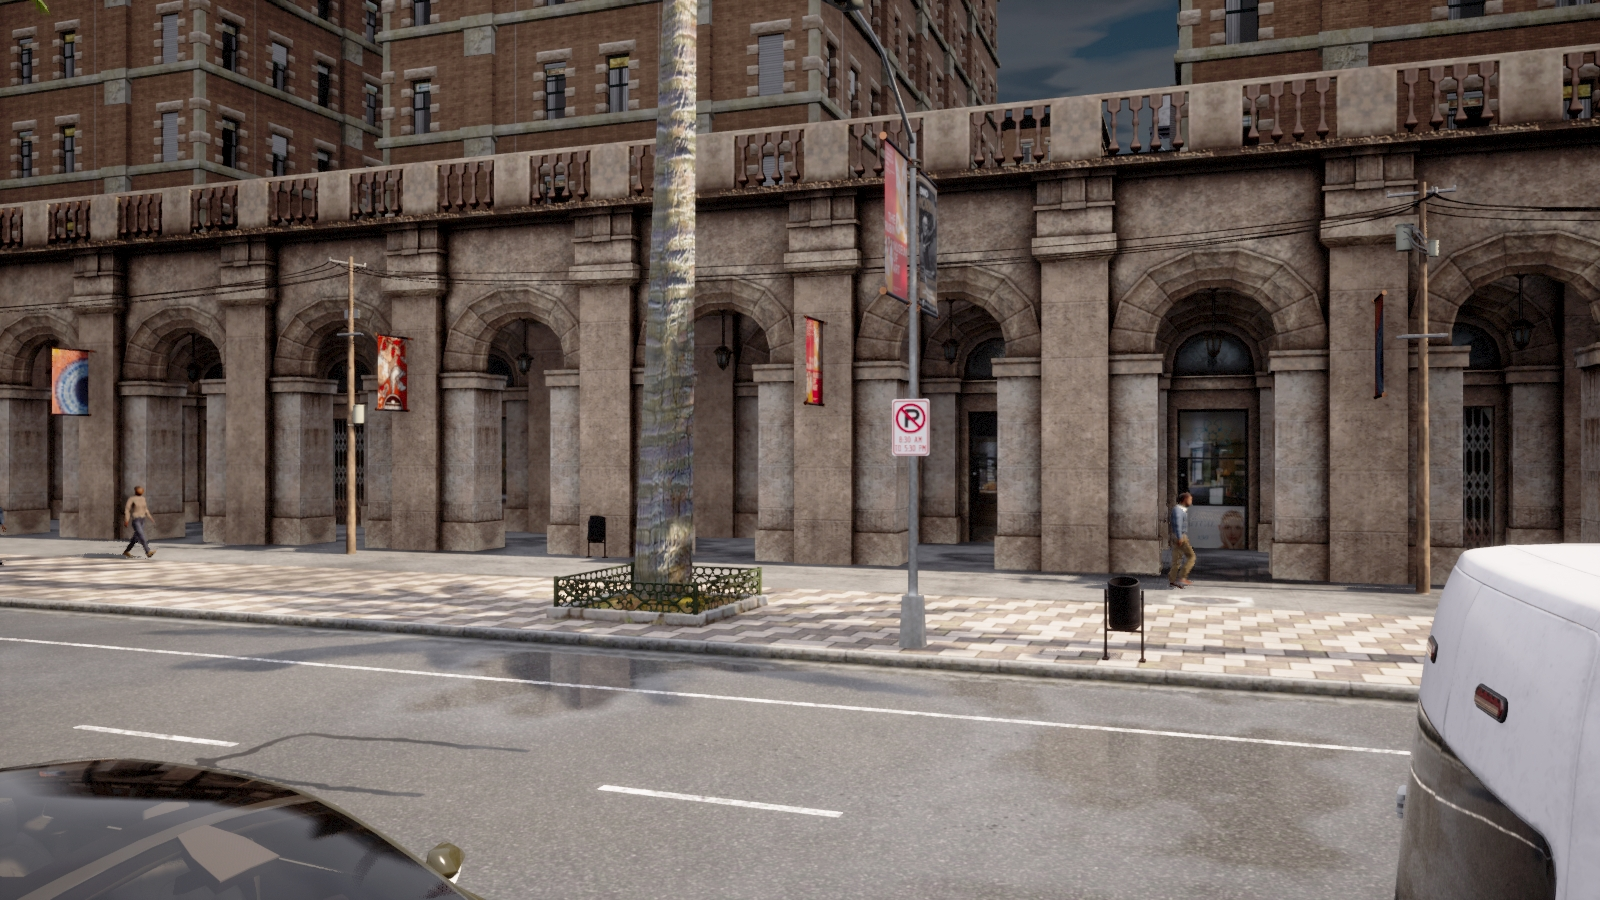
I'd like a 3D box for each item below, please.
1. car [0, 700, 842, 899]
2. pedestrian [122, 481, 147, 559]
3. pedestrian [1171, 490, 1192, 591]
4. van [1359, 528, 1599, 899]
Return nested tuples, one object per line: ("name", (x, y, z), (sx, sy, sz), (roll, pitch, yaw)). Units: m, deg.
("car", (-2.519, 2.061, 4.220), (4.892, 1.480, 2.231), (0, 0, 20))
("pedestrian", (-16.154, 1.696, 27.752), (0.375, 1.860, 0.375), (0, 0, 19))
("pedestrian", (7.203, 1.696, 21.585), (0.375, 1.860, 0.375), (0, 0, 20))
("van", (4.249, 1.534, 1.754), (5.915, 2.561, 1.988), (0, 0, 20))
